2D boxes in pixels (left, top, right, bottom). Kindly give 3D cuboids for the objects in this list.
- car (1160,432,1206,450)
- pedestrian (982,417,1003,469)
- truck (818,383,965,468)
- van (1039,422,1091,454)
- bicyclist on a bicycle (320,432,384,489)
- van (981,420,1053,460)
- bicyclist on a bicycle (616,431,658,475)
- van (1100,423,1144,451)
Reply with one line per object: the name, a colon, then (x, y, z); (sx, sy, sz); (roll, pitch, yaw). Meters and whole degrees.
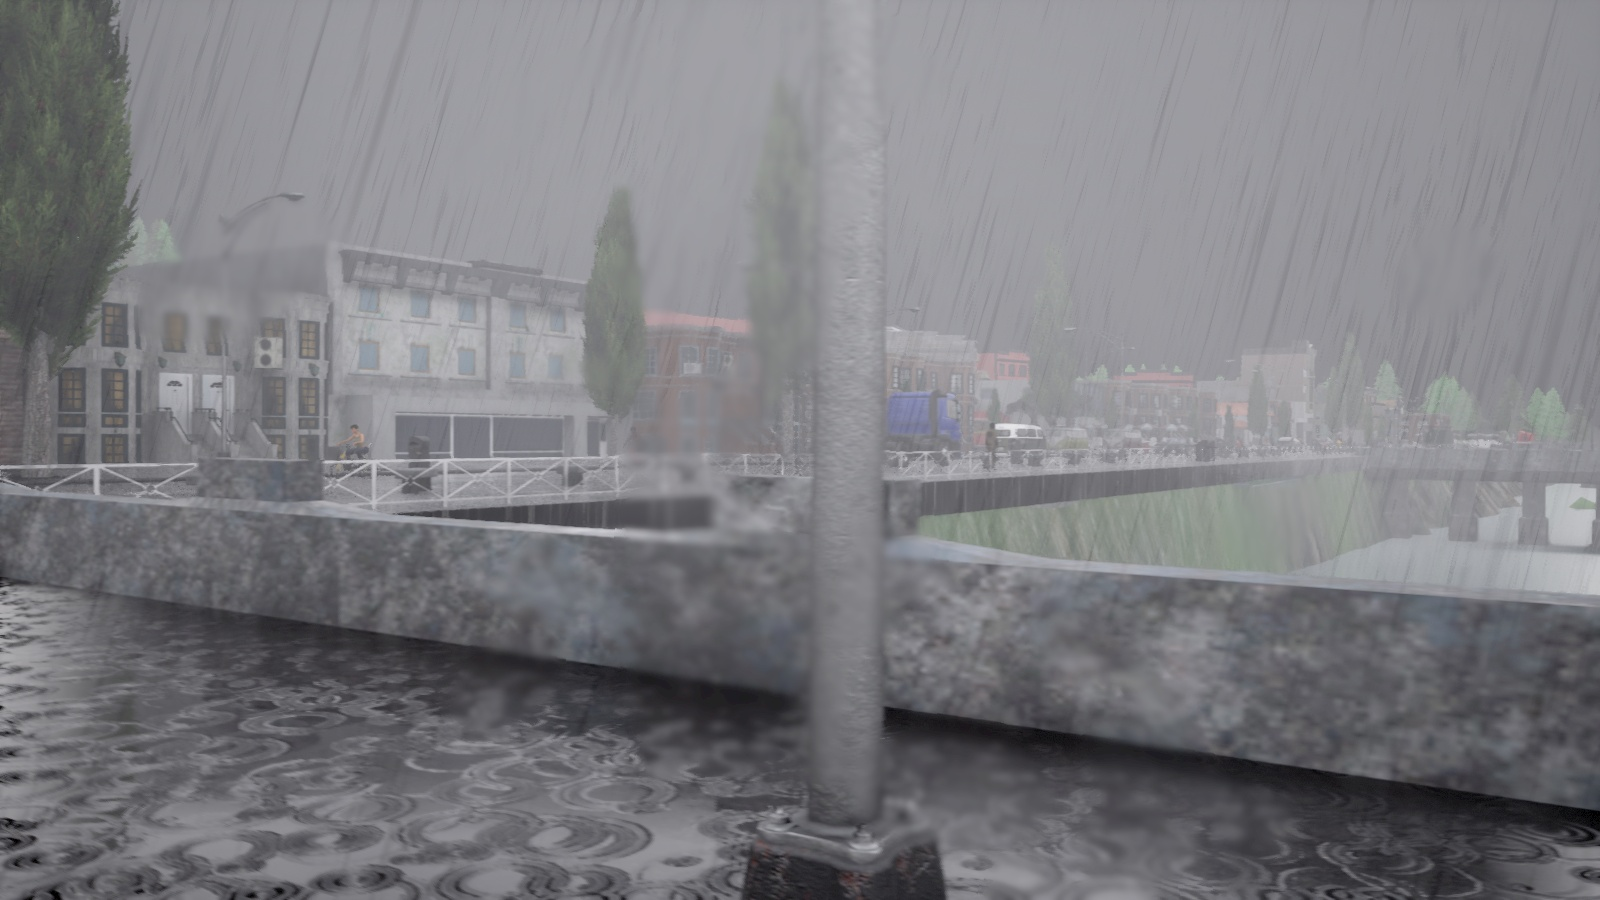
car: (27.631, -0.655, 90.573); (1.895, 1.301, 4.718); (0, 1, 34)
pedestrian: (7.307, -0.274, 47.586); (0.692, 1.930, 0.396); (-1, 1, -34)
truck: (4.174, -1.042, 55.236); (2.891, 3.462, 7.936); (0, 1, 34)
van: (17.411, -0.798, 82.411); (1.775, 1.987, 4.442); (0, 1, 34)
bicyclist on a bicycle: (-13.032, 0.287, 36.539); (0.866, 1.612, 1.509); (0, 1, 34)
van: (11.474, -0.553, 66.235); (2.069, 2.038, 4.480); (0, 1, 34)
bicyclist on a bicycle: (-6.091, 0.098, 47.005); (0.582, 1.620, 1.656); (0, 1, 34)
van: (23.518, -0.979, 91.611); (1.775, 1.987, 4.442); (0, 1, 34)
